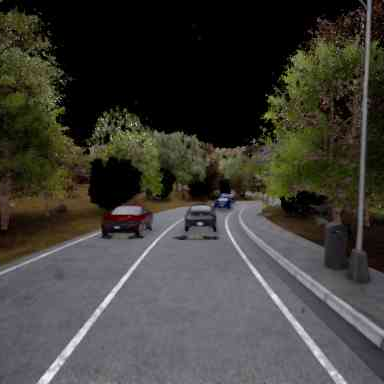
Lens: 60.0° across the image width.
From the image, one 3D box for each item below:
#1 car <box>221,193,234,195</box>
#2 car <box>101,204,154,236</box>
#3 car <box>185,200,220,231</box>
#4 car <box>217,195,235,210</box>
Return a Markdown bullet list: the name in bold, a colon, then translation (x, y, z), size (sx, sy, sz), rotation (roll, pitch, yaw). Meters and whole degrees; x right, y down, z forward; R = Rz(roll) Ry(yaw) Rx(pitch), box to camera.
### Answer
- **car**: translation (6.361, 1.252, 61.439), size (2.150, 2.045, 5.566), rotation (2, 0, 22)
- **car**: translation (-3.255, 1.405, 17.586), size (1.882, 1.535, 5.008), rotation (0, -2, 4)
- **car**: translation (0.623, 1.487, 20.581), size (1.837, 1.490, 4.892), rotation (0, 0, 4)
- **car**: translation (4.177, 1.476, 42.738), size (1.882, 1.535, 5.008), rotation (1, 0, 13)
